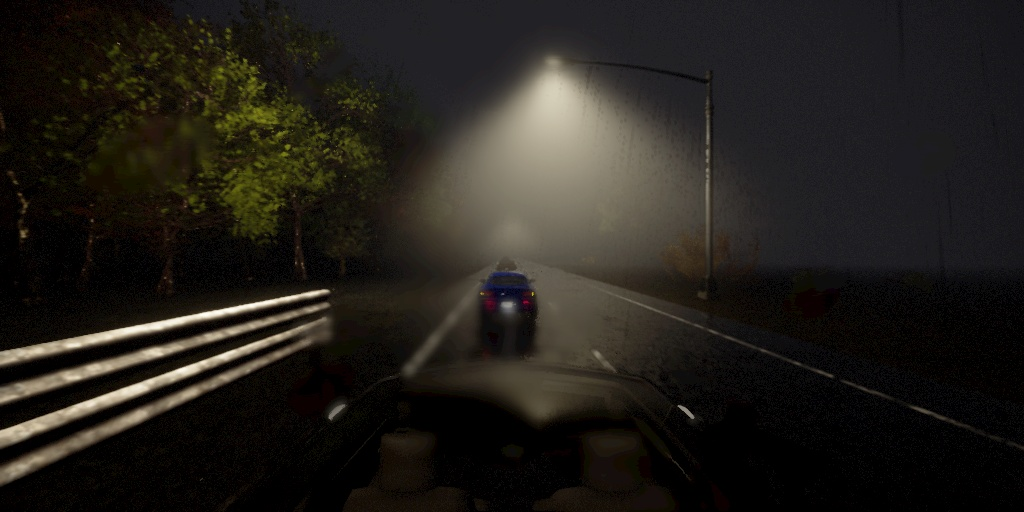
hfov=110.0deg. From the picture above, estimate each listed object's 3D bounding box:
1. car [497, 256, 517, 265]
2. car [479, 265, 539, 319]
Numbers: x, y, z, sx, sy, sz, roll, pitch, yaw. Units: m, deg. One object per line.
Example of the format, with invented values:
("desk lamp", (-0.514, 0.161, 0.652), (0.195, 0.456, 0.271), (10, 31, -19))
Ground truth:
("car", (-0.499, 1.052, 36.115), (1.882, 1.535, 5.008), (0, 0, -1))
("car", (-0.125, 1.221, 12.353), (1.812, 1.442, 4.674), (0, 0, -1))
